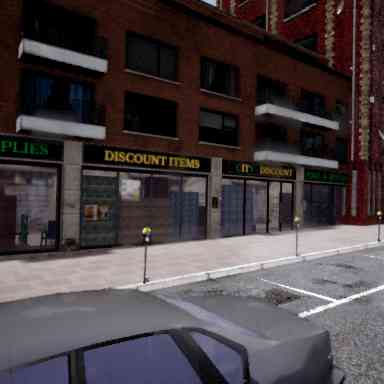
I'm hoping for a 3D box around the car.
[{"bbox_3d":[-1.123,1.547,2.267,5.357,1.411,2.033,0,0,-36],"label":"car"}]
